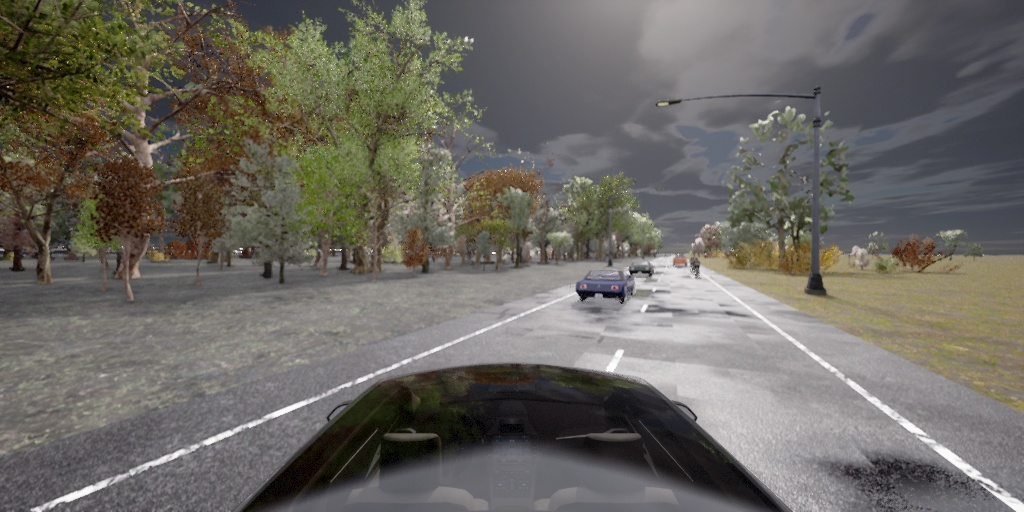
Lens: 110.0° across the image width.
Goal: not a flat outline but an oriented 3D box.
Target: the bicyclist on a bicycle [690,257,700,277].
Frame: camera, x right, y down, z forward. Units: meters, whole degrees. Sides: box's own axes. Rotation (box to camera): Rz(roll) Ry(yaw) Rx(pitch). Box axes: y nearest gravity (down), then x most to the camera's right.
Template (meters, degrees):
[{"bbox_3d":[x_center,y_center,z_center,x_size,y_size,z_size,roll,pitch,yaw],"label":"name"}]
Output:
[{"bbox_3d":[15.339,0.987,29.739,0.582,1.620,1.656,0,0,24],"label":"bicyclist on a bicycle"}]

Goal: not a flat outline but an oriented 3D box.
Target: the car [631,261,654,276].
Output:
[{"bbox_3d":[11.812,1.102,32.546,1.895,1.301,4.718,0,1,24],"label":"car"}]

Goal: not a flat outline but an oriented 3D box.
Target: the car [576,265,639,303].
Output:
[{"bbox_3d":[4.298,1.233,15.934,1.895,1.301,4.718,0,1,24],"label":"car"}]
